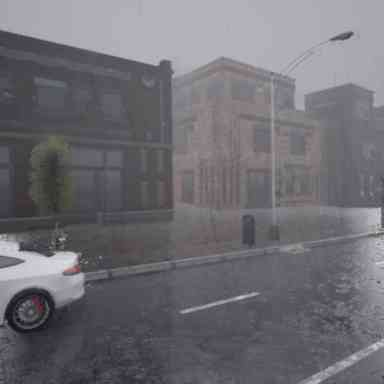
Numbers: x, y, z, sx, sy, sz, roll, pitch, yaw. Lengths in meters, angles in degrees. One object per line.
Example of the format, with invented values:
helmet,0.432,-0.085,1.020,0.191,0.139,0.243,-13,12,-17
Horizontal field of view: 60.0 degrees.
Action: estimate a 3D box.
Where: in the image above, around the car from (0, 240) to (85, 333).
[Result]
car,-4.122,1.524,5.275,4.674,1.442,1.812,0,0,-36
